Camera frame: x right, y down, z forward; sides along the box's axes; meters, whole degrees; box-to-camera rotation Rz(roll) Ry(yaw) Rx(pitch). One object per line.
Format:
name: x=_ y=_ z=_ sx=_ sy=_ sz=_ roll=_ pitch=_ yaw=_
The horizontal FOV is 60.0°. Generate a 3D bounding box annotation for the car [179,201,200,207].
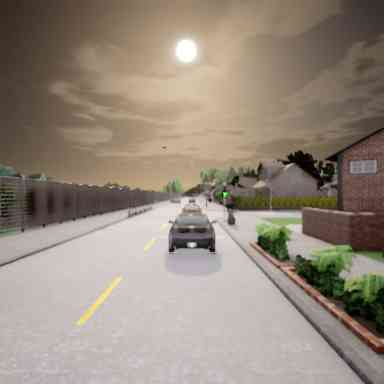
car: x=0.019 y=1.804 z=29.388 sx=1.812 sy=1.442 sz=4.674 roll=0 pitch=0 yaw=1

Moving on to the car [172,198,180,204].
car: x=-3.972 y=2.333 z=85.657 sx=1.812 sy=1.442 sz=4.674 roll=0 pitch=-1 yaw=0

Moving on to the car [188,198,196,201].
car: x=0.026 y=2.207 z=83.606 sx=1.812 sy=1.442 sz=4.674 roll=0 pitch=-1 yaw=0

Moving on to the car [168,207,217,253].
car: x=0.008 y=1.644 z=14.314 sx=1.837 sy=1.490 sz=4.892 roll=0 pitch=0 yaw=0
